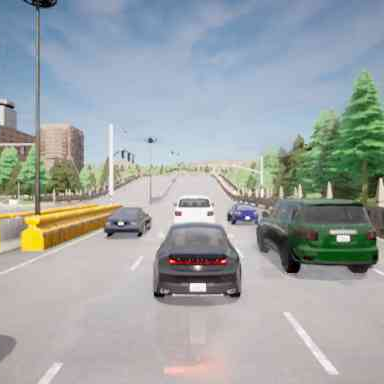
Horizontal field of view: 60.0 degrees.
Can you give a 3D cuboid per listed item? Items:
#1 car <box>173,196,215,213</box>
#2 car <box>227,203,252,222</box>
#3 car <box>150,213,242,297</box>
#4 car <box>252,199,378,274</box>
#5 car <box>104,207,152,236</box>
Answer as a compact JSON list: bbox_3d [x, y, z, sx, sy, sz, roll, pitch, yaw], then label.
[{"bbox_3d":[0.116,1.222,18.829,2.150,2.045,5.566,0,0,0],"label":"car"},{"bbox_3d":[3.617,1.527,23.926,1.812,1.442,4.674,0,0,0],"label":"car"},{"bbox_3d":[0.109,1.505,8.533,1.837,1.490,4.892,0,0,0],"label":"car"},{"bbox_3d":[3.617,1.221,10.688,2.150,2.045,5.566,0,0,-1],"label":"car"},{"bbox_3d":[-3.389,1.548,18.326,2.033,1.411,5.357,0,0,0],"label":"car"}]
